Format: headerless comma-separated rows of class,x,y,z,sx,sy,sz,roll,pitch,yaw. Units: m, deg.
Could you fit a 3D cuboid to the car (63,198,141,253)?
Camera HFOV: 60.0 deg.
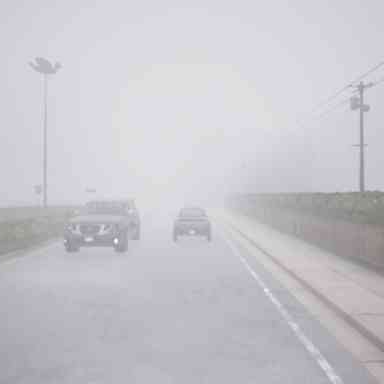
car,-3.596,1.300,14.388,2.150,2.045,5.566,0,0,0

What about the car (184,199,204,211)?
car,0.414,1.753,47.225,2.128,1.511,4.902,0,0,9

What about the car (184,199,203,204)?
car,-0.017,1.645,30.079,1.882,1.535,5.008,0,0,0

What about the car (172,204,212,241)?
car,0.022,1.588,17.210,2.128,1.511,4.902,0,0,0
